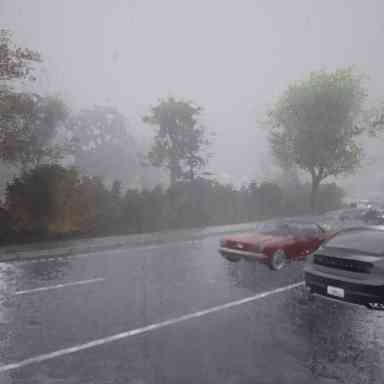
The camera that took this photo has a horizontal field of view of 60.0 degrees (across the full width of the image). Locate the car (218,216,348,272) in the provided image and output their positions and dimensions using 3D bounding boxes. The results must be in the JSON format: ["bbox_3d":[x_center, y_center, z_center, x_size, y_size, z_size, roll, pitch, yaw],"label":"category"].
[{"bbox_3d":[3.068,1.624,11.087,4.718,1.301,1.895,0,0,-41],"label":"car"}]

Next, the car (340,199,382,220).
[{"bbox_3d":[13.139,1.559,26.081,1.812,1.442,4.674,0,0,40],"label":"car"}]

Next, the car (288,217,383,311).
[{"bbox_3d":[4.424,1.518,7.440,4.892,1.490,1.837,0,0,-39],"label":"car"}]

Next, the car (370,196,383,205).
[{"bbox_3d":[33.398,1.566,60.302,2.128,1.511,4.902,0,0,22],"label":"car"}]
